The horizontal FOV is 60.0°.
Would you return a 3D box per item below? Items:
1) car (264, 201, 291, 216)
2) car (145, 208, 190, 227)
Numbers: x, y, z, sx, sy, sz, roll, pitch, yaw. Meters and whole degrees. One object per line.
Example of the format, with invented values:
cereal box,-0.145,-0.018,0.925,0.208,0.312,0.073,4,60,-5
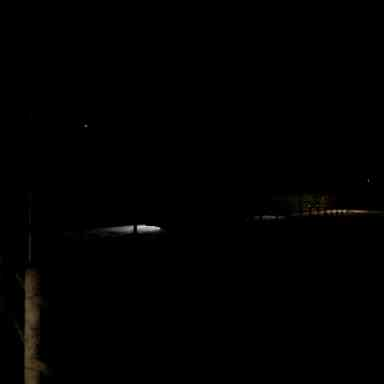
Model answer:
car,11.987,2.227,46.271,2.150,2.045,5.566,1,-1,36
car,-1.849,1.973,26.721,1.994,1.385,4.181,1,-1,35
